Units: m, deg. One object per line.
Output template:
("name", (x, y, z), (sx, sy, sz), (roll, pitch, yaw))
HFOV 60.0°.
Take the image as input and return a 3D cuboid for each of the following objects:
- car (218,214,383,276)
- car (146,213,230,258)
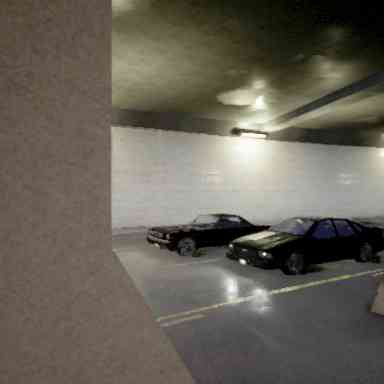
("car", (3.672, 1.452, 10.158), (5.357, 1.411, 2.033), (0, 1, -29))
("car", (0.722, 1.495, 12.453), (4.718, 1.301, 1.895), (0, 1, -30))
